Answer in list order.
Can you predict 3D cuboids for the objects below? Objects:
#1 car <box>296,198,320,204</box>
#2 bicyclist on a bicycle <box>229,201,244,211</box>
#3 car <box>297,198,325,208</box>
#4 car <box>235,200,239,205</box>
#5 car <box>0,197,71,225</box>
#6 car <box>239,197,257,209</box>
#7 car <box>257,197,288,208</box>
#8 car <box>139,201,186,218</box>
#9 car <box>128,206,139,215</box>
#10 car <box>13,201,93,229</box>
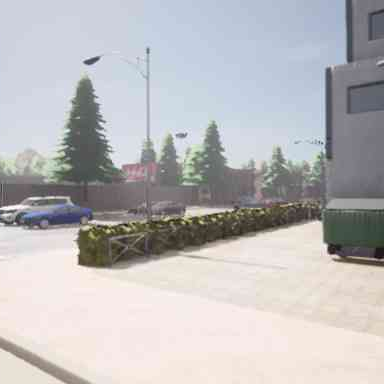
[{"bbox_3d":[15.528,1.580,44.269,2.128,1.511,4.902,-1,0,44],"label":"car"},{"bbox_3d":[2.653,1.367,20.254,1.656,1.620,0.582,-1,0,36],"label":"bicyclist on a bicycle"},{"bbox_3d":[18.548,1.665,51.770,4.181,1.385,1.994,0,0,-34],"label":"car"},{"bbox_3d":[8.659,1.513,52.644,4.553,1.767,2.097,0,0,-45],"label":"car"},{"bbox_3d":[-11.871,1.397,25.750,2.150,2.045,5.566,-1,0,36],"label":"car"},{"bbox_3d":[9.699,1.688,48.628,2.033,1.411,5.357,-1,0,43],"label":"car"},{"bbox_3d":[11.233,1.468,44.801,2.097,1.767,4.553,-1,0,41],"label":"car"},{"bbox_3d":[-2.542,1.651,32.621,1.837,1.490,4.892,-1,0,36],"label":"car"},{"bbox_3d":[-4.432,1.720,35.986,2.033,1.411,5.357,-1,0,36],"label":"car"},{"bbox_3d":[-9.326,1.628,23.293,1.882,1.535,5.008,-1,0,36],"label":"car"}]
